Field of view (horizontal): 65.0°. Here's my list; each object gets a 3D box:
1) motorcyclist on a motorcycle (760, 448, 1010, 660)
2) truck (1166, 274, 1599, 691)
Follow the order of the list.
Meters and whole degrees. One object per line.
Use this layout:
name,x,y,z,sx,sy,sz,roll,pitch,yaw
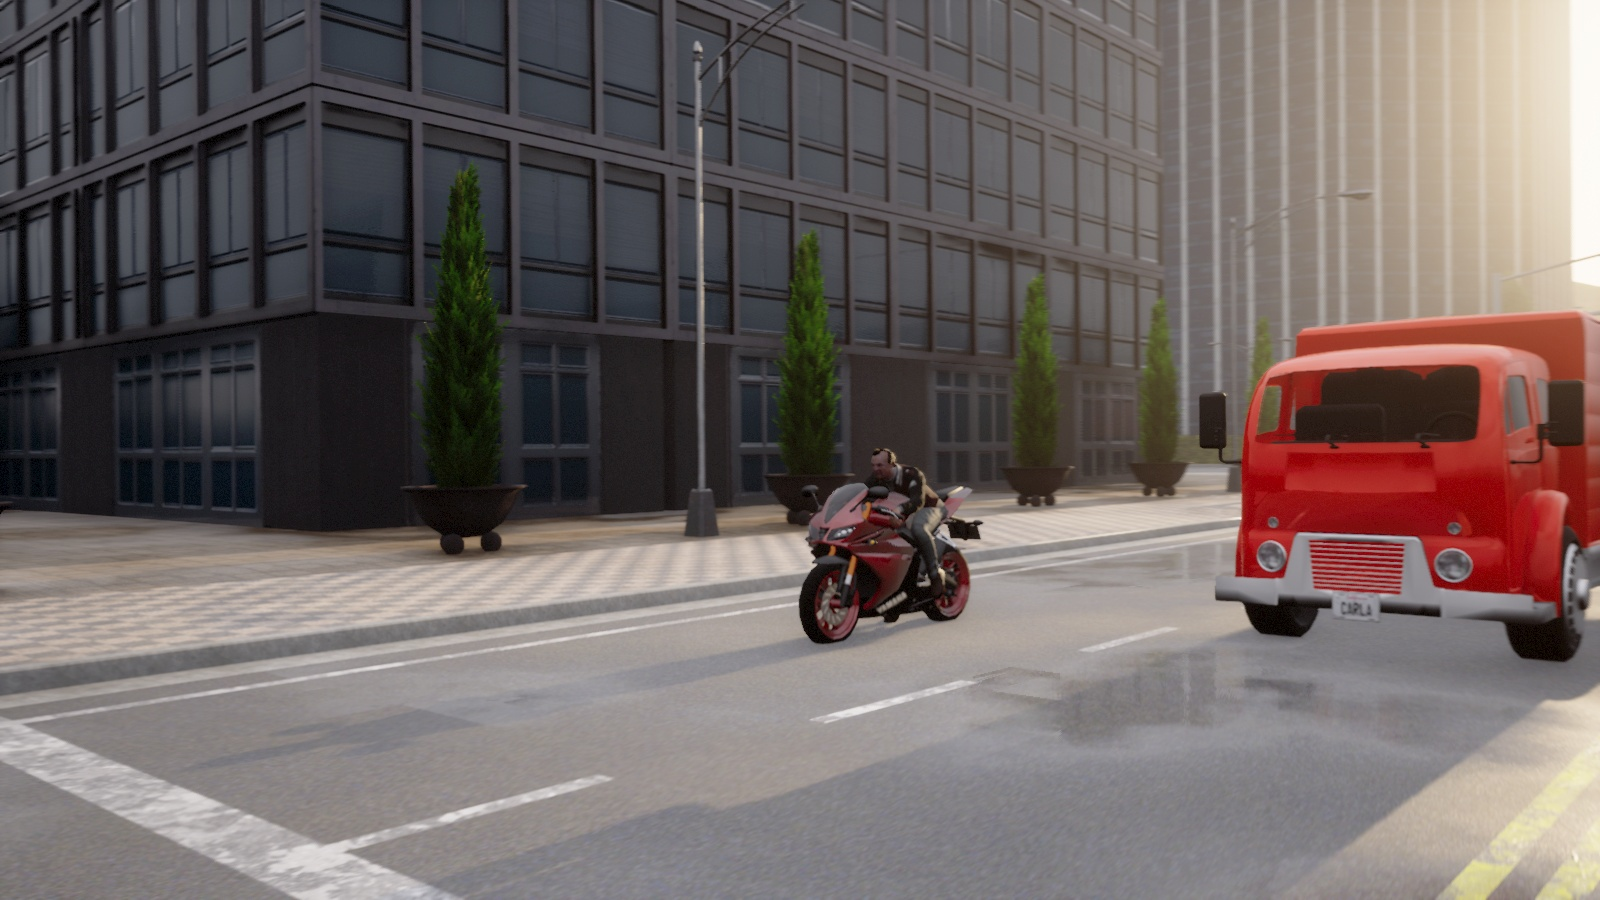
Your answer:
motorcyclist on a motorcycle,0.745,0.760,10.261,0.866,1.530,2.191,-1,0,41
truck,5.386,0.175,10.252,2.627,2.467,5.204,-1,0,41
